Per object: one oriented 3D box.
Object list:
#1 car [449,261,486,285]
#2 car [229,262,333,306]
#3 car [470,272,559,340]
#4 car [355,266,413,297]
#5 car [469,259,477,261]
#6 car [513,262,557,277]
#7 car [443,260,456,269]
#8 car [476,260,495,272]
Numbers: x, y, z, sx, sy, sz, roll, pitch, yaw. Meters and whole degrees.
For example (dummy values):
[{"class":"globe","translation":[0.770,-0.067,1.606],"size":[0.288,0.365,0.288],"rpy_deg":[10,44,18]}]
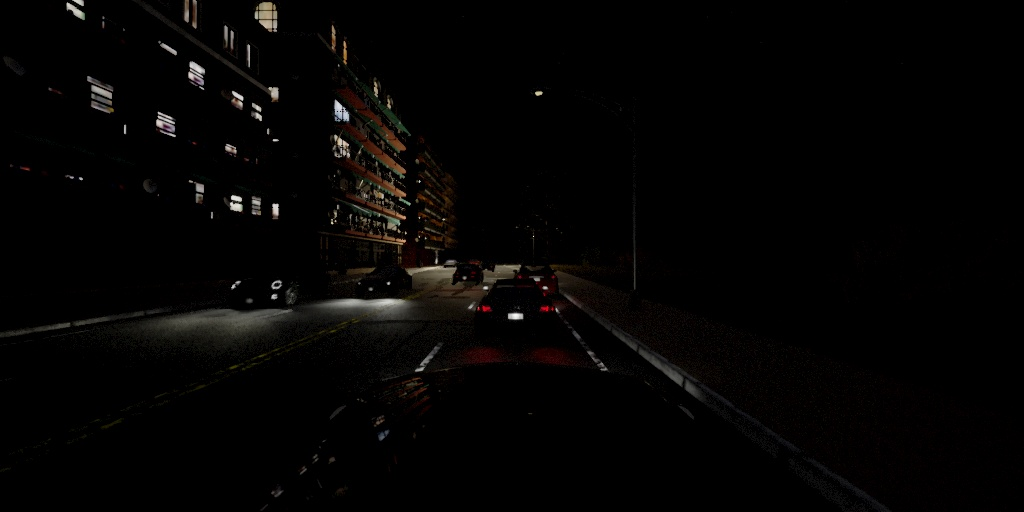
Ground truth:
[{"class":"car","translation":[-3.143,1.278,26.142],"size":[1.812,1.442,4.674],"rpy_deg":[0,0,0]},{"class":"car","translation":[-9.847,1.104,15.693],"size":[2.097,1.767,4.553],"rpy_deg":[0,0,0]},{"class":"car","translation":[0.096,1.315,9.999],"size":[1.994,1.385,4.181],"rpy_deg":[0,0,0]},{"class":"car","translation":[-6.595,1.278,19.076],"size":[1.812,1.442,4.674],"rpy_deg":[0,0,0]},{"class":"car","translation":[-6.552,1.275,61.402],"size":[1.812,1.442,4.674],"rpy_deg":[0,0,0]},{"class":"car","translation":[1.141,1.103,18.579],"size":[2.097,1.767,4.553],"rpy_deg":[0,0,0]},{"class":"car","translation":[-9.818,1.298,58.109],"size":[2.033,1.411,5.357],"rpy_deg":[0,0,0]},{"class":"car","translation":[-3.136,1.352,45.957],"size":[1.895,1.301,4.718],"rpy_deg":[0,0,0]}]
